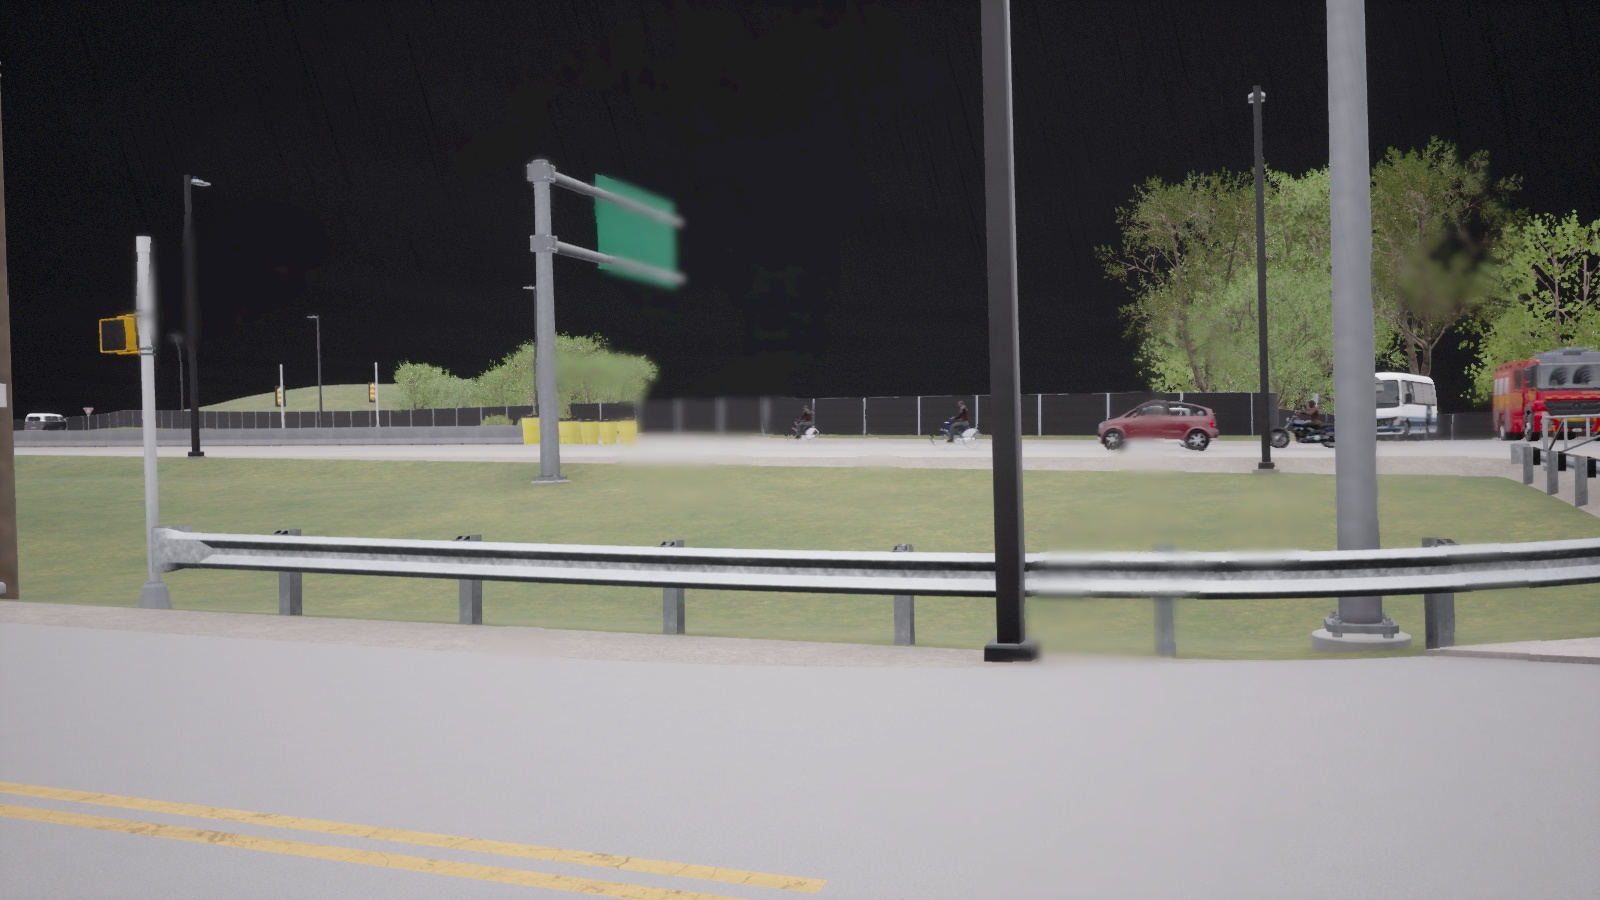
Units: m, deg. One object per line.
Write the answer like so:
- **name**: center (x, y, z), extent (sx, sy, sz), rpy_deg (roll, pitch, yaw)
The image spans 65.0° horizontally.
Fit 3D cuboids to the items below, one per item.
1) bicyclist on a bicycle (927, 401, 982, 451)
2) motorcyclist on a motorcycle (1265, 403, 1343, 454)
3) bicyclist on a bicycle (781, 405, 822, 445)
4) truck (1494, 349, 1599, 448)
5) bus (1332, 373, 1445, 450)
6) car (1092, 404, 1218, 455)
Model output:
- **bicyclist on a bicycle**: center (5.580, -0.853, 45.328), extent (1.843, 1.776, 0.659), rpy_deg (1, 1, 19)
- **motorcyclist on a motorcycle**: center (16.611, -0.699, 41.449), extent (2.350, 1.649, 0.766), rpy_deg (0, 1, 19)
- **bicyclist on a bicycle**: center (0.066, -1.125, 56.424), extent (1.843, 1.776, 0.659), rpy_deg (1, 2, 39)
- **truck**: center (31.658, -2.049, 52.815), extent (2.891, 3.827, 8.468), rpy_deg (0, 1, 19)
- **bus**: center (35.795, -2.234, 76.154), extent (3.944, 4.253, 10.273), rpy_deg (-2, -1, 38)
- **car**: center (11.219, -0.650, 39.636), extent (3.705, 1.549, 1.789), rpy_deg (0, 1, 19)
